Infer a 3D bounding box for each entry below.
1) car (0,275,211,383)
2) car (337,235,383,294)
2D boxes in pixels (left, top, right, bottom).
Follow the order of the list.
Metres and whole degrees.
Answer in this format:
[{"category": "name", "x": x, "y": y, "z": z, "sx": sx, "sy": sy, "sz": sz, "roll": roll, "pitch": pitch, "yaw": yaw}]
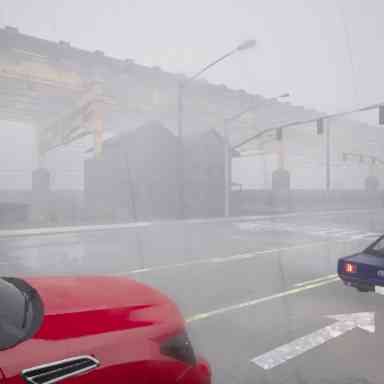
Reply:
[{"category": "car", "x": -2.488, "y": 1.218, "z": 1.970, "sx": 5.566, "sy": 2.045, "sz": 2.150, "roll": 1, "pitch": 0, "yaw": -36}, {"category": "car", "x": 5.462, "y": 1.601, "z": 7.639, "sx": 4.718, "sy": 1.301, "sz": 1.895, "roll": 0, "pitch": 0, "yaw": -35}]
